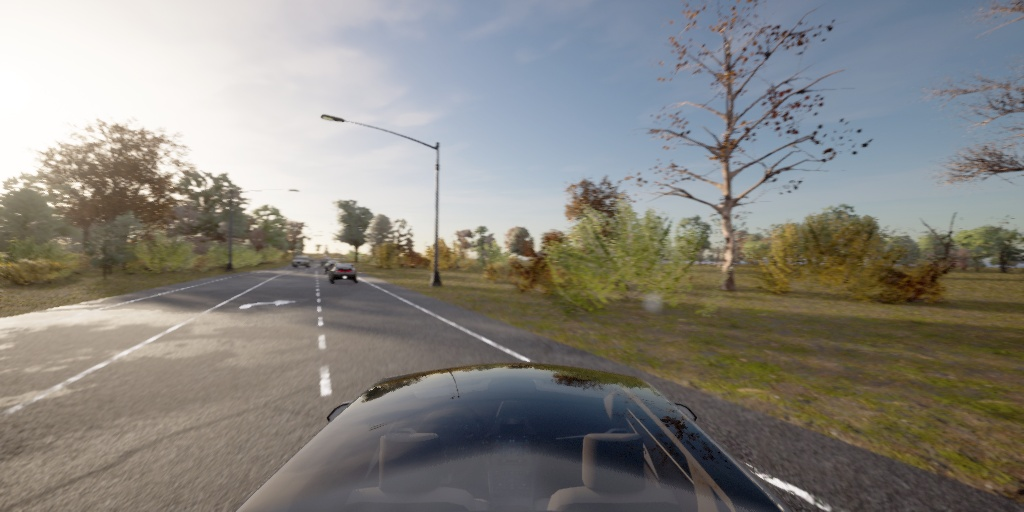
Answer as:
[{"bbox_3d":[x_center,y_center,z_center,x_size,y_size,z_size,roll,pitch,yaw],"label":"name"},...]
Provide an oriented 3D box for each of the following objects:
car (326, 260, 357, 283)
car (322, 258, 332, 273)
[{"bbox_3d":[-13.556,1.333,28.735,1.837,1.490,4.892,1,-1,-29],"label":"car"},{"bbox_3d":[-22.383,1.353,44.872,1.837,1.490,4.892,1,0,-29],"label":"car"}]
